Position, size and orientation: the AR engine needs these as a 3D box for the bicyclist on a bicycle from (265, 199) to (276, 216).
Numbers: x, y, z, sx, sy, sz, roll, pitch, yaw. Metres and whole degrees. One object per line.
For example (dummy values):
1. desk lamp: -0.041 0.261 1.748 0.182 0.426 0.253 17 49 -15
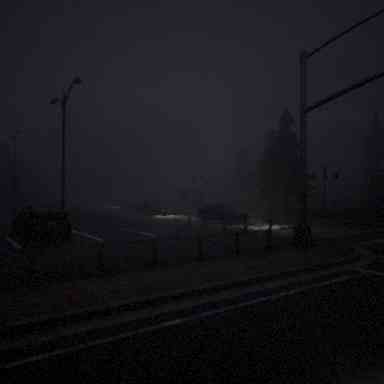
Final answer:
1. bicyclist on a bicycle: 7.528 1.477 31.900 1.656 1.620 0.582 0 0 -36

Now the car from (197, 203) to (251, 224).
1. car: 2.431 1.600 26.202 1.882 1.535 5.008 1 0 -36

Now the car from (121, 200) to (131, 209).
1. car: -8.375 1.747 46.999 1.895 1.301 4.718 1 0 -36

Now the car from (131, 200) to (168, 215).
1. car: -4.344 1.627 35.425 1.837 1.490 4.892 1 0 -36

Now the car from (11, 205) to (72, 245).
1. car: -6.822 1.361 14.981 2.007 1.523 4.514 1 0 -36
